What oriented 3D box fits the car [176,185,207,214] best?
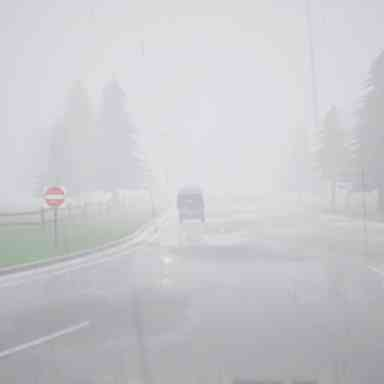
[{"bbox_3d":[-0.083,0.202,24.318,1.882,1.535,5.008,-4,6,2],"label":"car"}]

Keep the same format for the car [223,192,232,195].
[{"bbox_3d":[7.001,1.056,66.103,2.150,2.045,5.566,0,0,0],"label":"car"}]

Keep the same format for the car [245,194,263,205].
[{"bbox_3d":[10.501,1.189,56.040,2.097,1.767,4.553,0,0,0],"label":"car"}]

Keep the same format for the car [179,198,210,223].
[{"bbox_3d":[-0.001,1.419,25.033,2.128,1.511,4.902,0,0,0],"label":"car"}]

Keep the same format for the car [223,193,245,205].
[{"bbox_3d":[7.001,1.330,55.654,2.128,1.511,4.902,0,0,0],"label":"car"}]

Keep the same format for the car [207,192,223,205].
[{"bbox_3d":[3.501,1.189,56.040,2.097,1.767,4.553,0,0,0],"label":"car"}]

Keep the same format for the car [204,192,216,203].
[{"bbox_3d":[3.501,1.054,66.103,2.150,2.045,5.566,0,0,0],"label":"car"}]

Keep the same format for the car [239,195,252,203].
[{"bbox_3d":[10.501,1.318,66.074,1.837,1.490,4.892,0,0,0],"label":"car"}]
